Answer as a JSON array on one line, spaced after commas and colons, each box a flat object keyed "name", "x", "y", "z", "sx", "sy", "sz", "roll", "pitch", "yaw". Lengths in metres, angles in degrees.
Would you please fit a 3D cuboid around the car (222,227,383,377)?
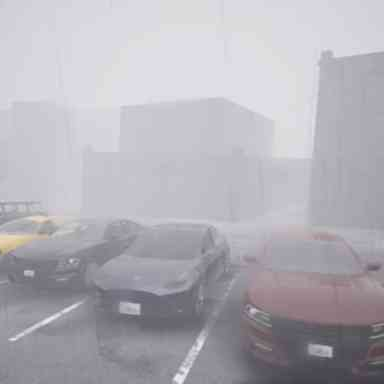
[{"name": "car", "x": 2.050, "y": 1.469, "z": 5.996, "sx": 2.097, "sy": 1.535, "sz": 5.008, "roll": 1, "pitch": -1, "yaw": 15}]

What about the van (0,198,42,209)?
[{"name": "van", "x": -7.509, "y": 1.238, "z": 12.893, "sx": 1.878, "sy": 1.987, "sz": 4.442, "roll": 0, "pitch": -1, "yaw": 15}]

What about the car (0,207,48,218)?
[{"name": "car", "x": -5.191, "y": 1.459, "z": 10.903, "sx": 1.946, "sy": 1.575, "sz": 5.366, "roll": 1, "pitch": -1, "yaw": 15}]

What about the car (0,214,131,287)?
[{"name": "car", "x": -2.740, "y": 1.466, "z": 9.394, "sx": 2.097, "sy": 1.535, "sz": 5.008, "roll": 1, "pitch": -1, "yaw": 15}]

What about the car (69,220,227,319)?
[{"name": "car", "x": -0.358, "y": 1.497, "z": 7.661, "sx": 2.163, "sy": 1.488, "sz": 4.792, "roll": 1, "pitch": -1, "yaw": 15}]
